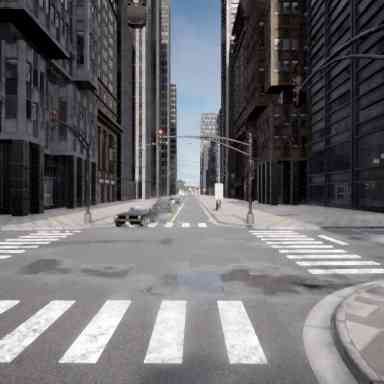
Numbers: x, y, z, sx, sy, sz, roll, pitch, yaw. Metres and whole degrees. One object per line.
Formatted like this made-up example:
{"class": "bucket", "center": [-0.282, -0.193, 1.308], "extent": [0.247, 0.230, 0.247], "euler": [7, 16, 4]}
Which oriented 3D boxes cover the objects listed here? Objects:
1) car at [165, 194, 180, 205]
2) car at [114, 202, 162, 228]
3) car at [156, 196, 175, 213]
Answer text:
{"class": "car", "center": [-3.176, 1.519, 60.039], "extent": [2.128, 1.511, 4.902], "euler": [0, 0, 0]}
{"class": "car", "center": [-3.643, 1.607, 22.484], "extent": [1.895, 1.301, 4.718], "euler": [0, 0, 8]}
{"class": "car", "center": [-3.178, 1.517, 36.451], "extent": [1.837, 1.490, 4.892], "euler": [0, 0, 0]}
